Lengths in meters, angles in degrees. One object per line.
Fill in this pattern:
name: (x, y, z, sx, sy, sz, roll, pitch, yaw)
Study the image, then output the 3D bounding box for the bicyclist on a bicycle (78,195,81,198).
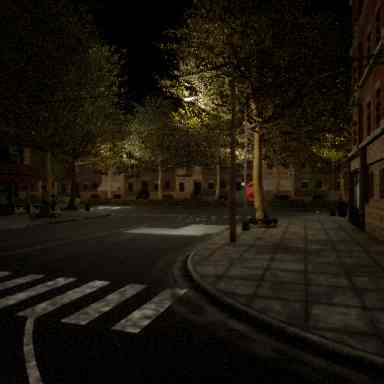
bicyclist on a bicycle: (-19.600, 1.299, 57.947, 0.582, 1.620, 1.656, 0, 0, 19)
